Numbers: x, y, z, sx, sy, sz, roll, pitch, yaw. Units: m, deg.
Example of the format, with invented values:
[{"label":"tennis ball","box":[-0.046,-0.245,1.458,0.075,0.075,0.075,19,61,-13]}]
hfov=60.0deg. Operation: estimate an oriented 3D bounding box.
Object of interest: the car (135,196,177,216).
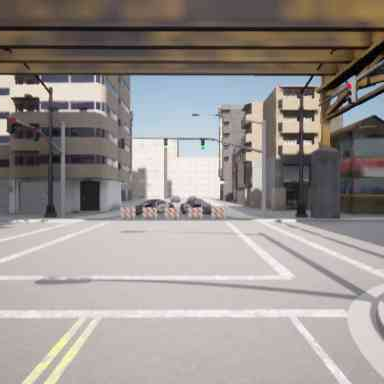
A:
[{"label":"car","box":[-3.646,1.412,31.549,2.038,1.542,4.974,0,0,25]}]

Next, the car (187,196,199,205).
[{"label":"car","box":[0.144,1.416,57.838,2.038,1.542,4.974,0,0,0]}]

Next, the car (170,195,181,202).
[{"label":"car","box":[-3.288,1.260,66.412,1.853,1.218,4.536,0,0,0]}]

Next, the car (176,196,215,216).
[{"label":"car","box":[0.514,1.412,31.242,2.038,1.542,4.974,0,0,-20]}]

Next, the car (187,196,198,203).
[{"label":"car","box":[0.144,1.259,57.890,1.853,1.218,4.536,0,0,0]}]

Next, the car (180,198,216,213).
[{"label":"car","box":[0.496,1.255,31.290,1.853,1.218,4.536,0,0,-20]}]

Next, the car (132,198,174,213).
[{"label":"car","box":[-3.625,1.254,31.596,1.853,1.218,4.536,0,0,25]}]
